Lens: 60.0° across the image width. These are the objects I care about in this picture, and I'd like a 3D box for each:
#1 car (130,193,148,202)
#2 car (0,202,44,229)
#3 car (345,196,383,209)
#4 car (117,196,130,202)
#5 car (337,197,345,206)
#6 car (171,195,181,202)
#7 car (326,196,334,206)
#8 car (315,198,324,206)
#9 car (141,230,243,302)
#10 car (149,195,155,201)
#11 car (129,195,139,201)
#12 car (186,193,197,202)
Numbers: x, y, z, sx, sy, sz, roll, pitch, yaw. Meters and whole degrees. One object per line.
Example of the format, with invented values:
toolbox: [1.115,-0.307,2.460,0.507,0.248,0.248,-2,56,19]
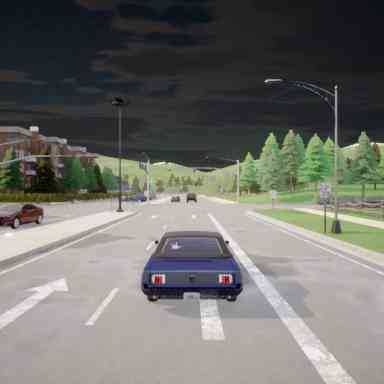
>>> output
car: [-11.623,1.225,73.022,2.150,2.045,5.566,0,0,-1]
car: [-11.553,1.478,21.800,1.882,1.535,5.008,0,0,0]
car: [23.850,1.355,44.960,4.553,1.767,2.097,0,0,0]
car: [-15.123,1.524,73.001,1.812,1.442,4.674,0,0,-1]
car: [23.931,1.601,48.460,4.718,1.301,1.895,0,0,0]
car: [-3.649,1.523,75.197,2.128,1.511,4.902,0,0,-1]
car: [24.137,1.490,51.960,4.902,1.511,2.128,0,0,0]
car: [23.017,1.488,55.449,4.902,1.511,2.128,0,0,0]
car: [0.001,1.601,8.240,1.895,1.301,4.718,0,0,0]
car: [-11.859,1.478,88.656,1.882,1.535,5.008,0,0,-1]
car: [-15.350,1.478,88.065,1.882,1.535,5.008,0,0,-1]
car: [-0.154,1.225,75.231,2.150,2.045,5.566,0,0,-1]
